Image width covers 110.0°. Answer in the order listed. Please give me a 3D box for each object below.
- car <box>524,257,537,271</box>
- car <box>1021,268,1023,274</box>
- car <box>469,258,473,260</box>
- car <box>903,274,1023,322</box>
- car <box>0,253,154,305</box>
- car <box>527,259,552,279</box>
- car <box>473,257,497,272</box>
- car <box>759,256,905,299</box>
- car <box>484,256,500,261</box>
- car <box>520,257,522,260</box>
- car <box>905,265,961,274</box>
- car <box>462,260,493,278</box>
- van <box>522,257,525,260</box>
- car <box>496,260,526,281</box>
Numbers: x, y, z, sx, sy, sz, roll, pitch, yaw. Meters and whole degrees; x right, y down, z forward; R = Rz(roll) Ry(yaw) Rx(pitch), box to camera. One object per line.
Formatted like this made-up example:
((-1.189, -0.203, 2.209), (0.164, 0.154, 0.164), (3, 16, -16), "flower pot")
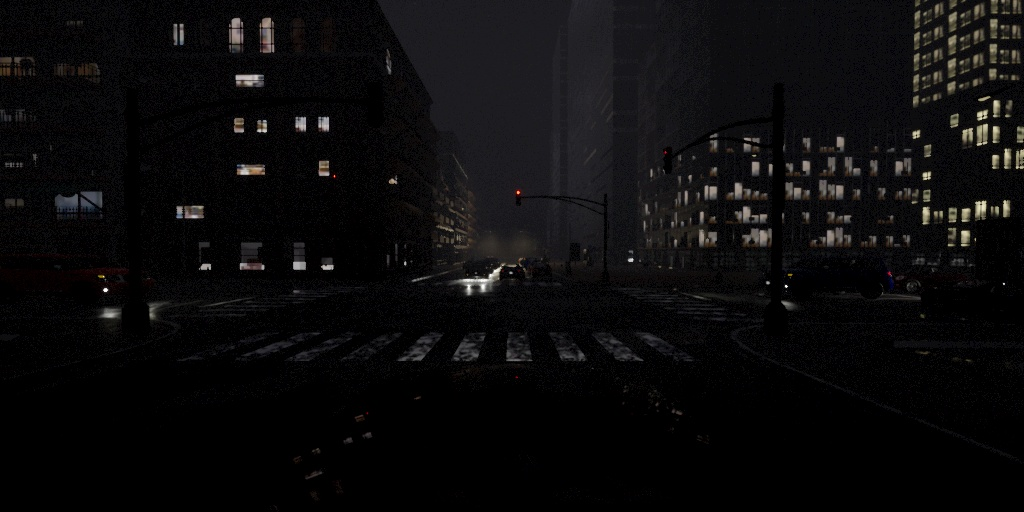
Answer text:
((2.625, 1.159, 38.141), (1.967, 1.591, 4.097), (0, 0, 0), "car")
((25.746, 1.336, 17.990), (4.902, 1.511, 2.128), (0, 1, 1), "car")
((-5.732, 1.270, 49.393), (1.948, 1.339, 4.313), (0, 0, 0), "car")
((16.705, 1.445, 12.200), (4.403, 1.370, 2.007), (0, 0, 1), "car")
((-18.852, 0.911, 15.359), (5.566, 2.045, 2.150), (0, 1, 1), "car")
((2.630, 1.272, 32.495), (1.888, 1.381, 4.507), (0, 0, 0), "car")
((-3.132, 1.220, 41.572), (1.837, 1.490, 4.892), (0, 0, 0), "car")
((15.725, 1.020, 18.117), (5.566, 2.045, 2.150), (0, 1, 1), "car")
((-3.127, 1.054, 50.808), (2.097, 1.767, 4.553), (0, 0, 0), "car")
((2.610, 1.240, 55.079), (1.888, 1.381, 4.507), (0, 0, 0), "car")
((23.357, 1.230, 20.754), (4.097, 1.591, 1.967), (0, 0, 1), "car")
((-3.117, 1.290, 32.834), (1.994, 1.385, 4.181), (0, 0, 0), "car")
((2.616, 1.045, 49.433), (1.690, 1.789, 3.998), (0, 0, 0), "van")
((-0.009, 1.293, 30.183), (1.994, 1.385, 4.181), (0, 0, 2), "car")
